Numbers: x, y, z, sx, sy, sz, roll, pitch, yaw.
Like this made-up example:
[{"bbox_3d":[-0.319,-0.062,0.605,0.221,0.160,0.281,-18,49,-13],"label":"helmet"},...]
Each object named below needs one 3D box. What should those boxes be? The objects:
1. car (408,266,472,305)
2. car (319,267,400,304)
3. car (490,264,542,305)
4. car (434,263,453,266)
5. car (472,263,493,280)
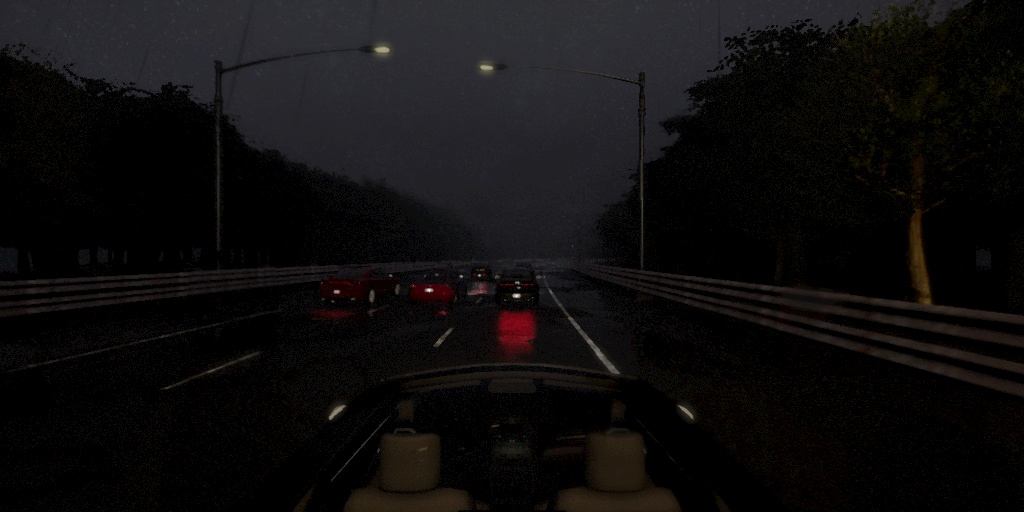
[{"bbox_3d":[-3.232,1.339,16.307,1.994,1.385,4.181,0,0,2],"label":"car"},{"bbox_3d":[-6.730,1.252,16.434,1.882,1.535,5.008,0,0,2],"label":"car"},{"bbox_3d":[0.266,1.282,16.180,1.837,1.490,4.892,0,0,2],"label":"car"},{"bbox_3d":[-5.919,1.324,31.349,1.812,1.442,4.674,0,0,4],"label":"car"},{"bbox_3d":[-2.429,1.306,31.095,1.837,1.490,4.892,0,0,4],"label":"car"}]
